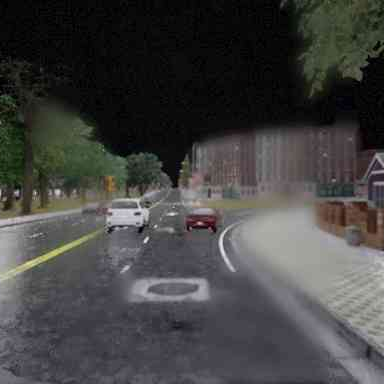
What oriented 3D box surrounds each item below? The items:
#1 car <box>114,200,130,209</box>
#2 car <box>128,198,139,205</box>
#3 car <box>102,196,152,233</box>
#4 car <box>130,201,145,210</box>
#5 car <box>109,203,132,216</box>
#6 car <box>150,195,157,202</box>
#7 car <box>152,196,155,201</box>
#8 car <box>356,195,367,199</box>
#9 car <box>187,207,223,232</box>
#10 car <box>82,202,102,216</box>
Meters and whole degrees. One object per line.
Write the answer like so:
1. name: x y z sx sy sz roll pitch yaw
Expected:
1. car: -12.366 2.118 59.147 2.033 1.411 5.357 0 0 -2
2. car: -12.996 2.113 74.353 1.812 1.442 4.674 0 0 -3
3. car: -4.064 1.464 21.803 2.150 2.045 5.566 0 -1 -3
4. car: -8.969 2.148 55.139 1.895 1.301 4.718 0 0 -2
5. car: -8.267 2.028 38.809 1.895 1.301 4.718 0 -1 -3
6. car: -10.270 1.613 86.241 2.097 1.767 4.553 0 0 -3
7. car: -9.580 2.179 70.683 1.895 1.301 4.718 0 0 -3
8. car: 31.474 1.382 59.667 4.892 1.490 1.837 -2 2 -29
9. car: 0.930 1.725 22.175 1.882 1.535 5.008 0 0 11
10. car: -11.543 1.918 39.345 1.882 1.535 5.008 0 -1 -2
